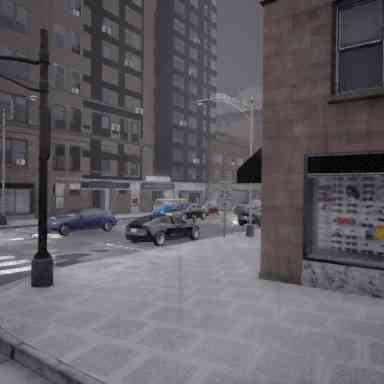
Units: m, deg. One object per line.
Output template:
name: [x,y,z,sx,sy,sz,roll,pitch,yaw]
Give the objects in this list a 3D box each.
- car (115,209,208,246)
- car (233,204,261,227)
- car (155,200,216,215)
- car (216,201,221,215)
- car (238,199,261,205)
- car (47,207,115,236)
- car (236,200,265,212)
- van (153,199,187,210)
car: [-1.364,1.764,16.463,1.947,1.339,4.313,0,0,36]
car: [5.066,1.850,25.380,1.947,1.339,4.313,0,0,36]
car: [-0.435,1.681,27.928,2.128,1.511,4.902,1,0,35]
car: [1.369,1.646,34.825,1.967,1.590,4.097,0,0,36]
car: [6.444,1.637,37.436,2.097,1.767,4.553,1,0,36]
car: [-6.503,1.634,19.508,1.812,1.442,4.674,1,0,37]
car: [7.698,1.824,43.604,1.752,1.417,4.829,0,0,36]
van: [-1.845,1.502,30.367,1.690,1.788,3.998,0,0,36]
